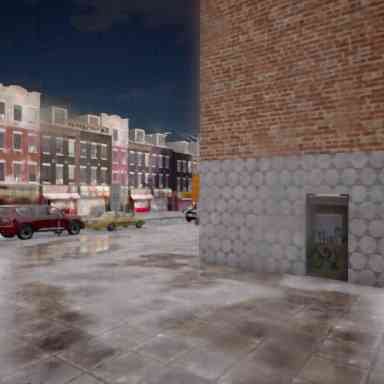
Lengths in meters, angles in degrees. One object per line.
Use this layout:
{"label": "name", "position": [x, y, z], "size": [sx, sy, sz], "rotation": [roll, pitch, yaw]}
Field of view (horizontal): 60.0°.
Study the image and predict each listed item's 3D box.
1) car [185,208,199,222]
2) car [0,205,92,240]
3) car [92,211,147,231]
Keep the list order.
{"label": "car", "position": [1.064, 2.197, 32.556], "size": [1.947, 1.339, 4.313], "rotation": [-1, -2, 36]}
{"label": "car", "position": [-8.646, 1.641, 19.055], "size": [2.192, 1.841, 5.009], "rotation": [-1, -2, 36]}
{"label": "car", "position": [-5.310, 1.956, 23.691], "size": [1.752, 1.417, 4.829], "rotation": [-1, -2, 36]}
